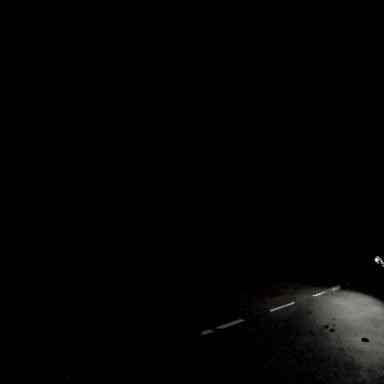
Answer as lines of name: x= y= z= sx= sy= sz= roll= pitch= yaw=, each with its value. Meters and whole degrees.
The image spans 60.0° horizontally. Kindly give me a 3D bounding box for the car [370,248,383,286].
car: x=6.237 y=1.507 z=8.283 sx=4.674 sy=1.442 sz=1.812 roll=0 pitch=0 yaw=-39
